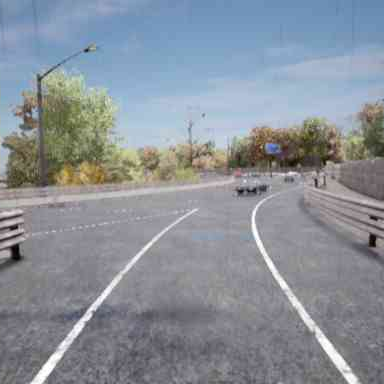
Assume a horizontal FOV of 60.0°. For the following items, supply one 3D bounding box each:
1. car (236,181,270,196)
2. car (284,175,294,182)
[{"bbox_3d":[5.992,-0.417,32.316,1.895,1.301,4.718,1,4,31],"label":"car"},{"bbox_3d":[18.945,-2.702,65.013,2.033,1.411,5.357,0,3,13],"label":"car"}]
